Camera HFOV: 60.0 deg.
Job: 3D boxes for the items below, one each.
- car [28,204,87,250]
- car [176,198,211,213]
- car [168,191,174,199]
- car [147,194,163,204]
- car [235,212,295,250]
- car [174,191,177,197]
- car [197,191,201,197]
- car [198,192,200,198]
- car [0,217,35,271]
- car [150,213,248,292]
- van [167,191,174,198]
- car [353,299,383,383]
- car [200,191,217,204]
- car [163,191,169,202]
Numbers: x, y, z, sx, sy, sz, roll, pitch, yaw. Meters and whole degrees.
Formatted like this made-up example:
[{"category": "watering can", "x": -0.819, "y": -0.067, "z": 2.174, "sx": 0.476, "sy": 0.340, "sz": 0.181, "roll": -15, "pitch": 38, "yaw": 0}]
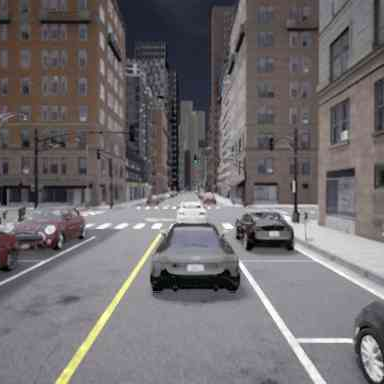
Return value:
[{"category": "car", "x": -5.725, "y": 1.323, "z": 13.406, "sx": 1.967, "sy": 1.590, "sz": 4.097, "roll": 0, "pitch": 0, "yaw": 0}, {"category": "car", "x": -0.004, "y": 1.344, "z": 20.804, "sx": 1.812, "sy": 1.442, "sz": 4.674, "roll": 0, "pitch": 1, "yaw": 0}, {"category": "car", "x": -5.901, "y": 0.948, "z": 77.380, "sx": 1.752, "sy": 1.417, "sz": 4.829, "roll": 0, "pitch": 0, "yaw": 0}, {"category": "car", "x": -5.840, "y": 1.175, "z": 50.509, "sx": 1.802, "sy": 1.307, "sz": 4.206, "roll": 0, "pitch": 0, "yaw": 0}, {"category": "car", "x": 2.801, "y": 1.447, "z": 13.441, "sx": 1.947, "sy": 1.339, "sz": 4.313, "roll": 0, "pitch": 0, "yaw": 0}, {"category": "car", "x": -5.926, "y": 0.683, "z": 88.366, "sx": 2.192, "sy": 1.841, "sz": 5.009, "roll": 0, "pitch": 0, "yaw": 0}, {"category": "car", "x": 2.635, "y": 0.891, "z": 72.164, "sx": 1.967, "sy": 1.590, "sz": 4.097, "roll": 0, "pitch": 0, "yaw": 0}, {"category": "car", "x": 2.661, "y": 1.068, "z": 61.347, "sx": 2.008, "sy": 1.369, "sz": 4.403, "roll": 0, "pitch": 0, "yaw": 0}, {"category": "car", "x": -5.702, "y": 1.512, "z": 7.906, "sx": 1.802, "sy": 1.307, "sz": 4.206, "roll": 0, "pitch": 1, "yaw": 0}, {"category": "car", "x": 0.053, "y": 1.486, "z": 8.722, "sx": 1.994, "sy": 1.385, "sz": 4.181, "roll": 0, "pitch": 0, "yaw": -1}, {"category": "van", "x": -5.939, "y": 0.685, "z": 93.775, "sx": 1.690, "sy": 1.788, "sz": 3.998, "roll": 0, "pitch": 0, "yaw": 0}, {"category": "car", "x": 2.845, "y": 1.528, "z": 2.439, "sx": 2.008, "sy": 1.369, "sz": 4.403, "roll": 0, "pitch": 1, "yaw": 0}, {"category": "car", "x": 2.684, "y": 1.032, "z": 50.529, "sx": 1.967, "sy": 1.590, "sz": 4.097, "roll": 0, "pitch": 0, "yaw": 0}, {"category": "car", "x": -5.864, "y": 1.069, "z": 61.325, "sx": 2.008, "sy": 1.369, "sz": 4.403, "roll": 0, "pitch": 0, "yaw": 0}]
